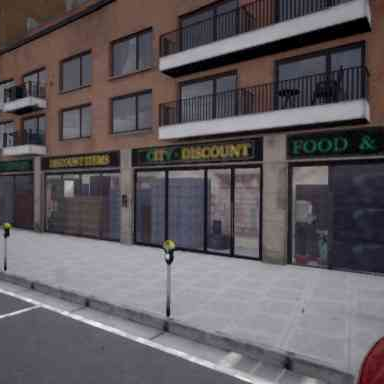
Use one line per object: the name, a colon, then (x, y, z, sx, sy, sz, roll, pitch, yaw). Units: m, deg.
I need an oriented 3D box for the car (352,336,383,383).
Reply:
car: (3.081, 1.314, 0.870, 5.009, 1.841, 2.192, 0, 1, 36)
